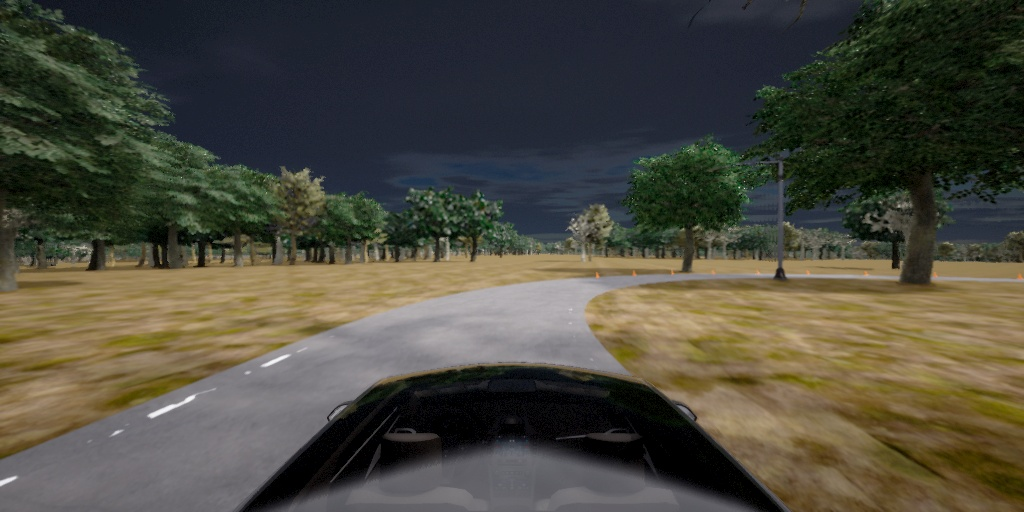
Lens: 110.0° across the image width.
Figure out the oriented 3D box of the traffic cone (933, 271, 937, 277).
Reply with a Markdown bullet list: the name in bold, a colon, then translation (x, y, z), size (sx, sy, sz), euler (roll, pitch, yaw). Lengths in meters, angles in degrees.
- **traffic cone**: translation (43.618, 1.886, 36.997), size (0.340, 0.580, 0.340), euler (0, 0, 28)

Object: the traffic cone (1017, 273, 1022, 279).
- **traffic cone**: translation (48.214, 1.927, 34.051), size (0.340, 0.580, 0.340), euler (0, 0, 38)

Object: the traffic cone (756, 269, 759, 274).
- **traffic cone**: translation (27.813, 1.779, 40.617), size (0.340, 0.580, 0.340), euler (0, 0, -2)

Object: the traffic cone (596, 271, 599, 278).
- **traffic cone**: translation (7.842, 1.716, 32.945), size (0.340, 0.580, 0.340), euler (0, 0, -40)

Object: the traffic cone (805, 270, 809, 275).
- **traffic cone**: translation (33.264, 1.812, 40.330), size (0.340, 0.580, 0.340), euler (0, 0, 8)

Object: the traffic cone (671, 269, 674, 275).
- **traffic cone**: translation (17.183, 1.734, 38.428), size (0.340, 0.580, 0.340), euler (0, 0, -21)

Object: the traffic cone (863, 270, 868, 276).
- **traffic cone**: translation (38.586, 1.848, 39.111), size (0.340, 0.580, 0.340), euler (0, 0, 18)

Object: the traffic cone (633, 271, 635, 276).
- **traffic cone**: translation (12.289, 1.724, 36.068), size (0.340, 0.580, 0.340), euler (0, 0, -30)

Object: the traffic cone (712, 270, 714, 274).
- **traffic cone**: translation (22.396, 1.752, 39.964), size (0.340, 0.580, 0.340), euler (0, 0, -12)
